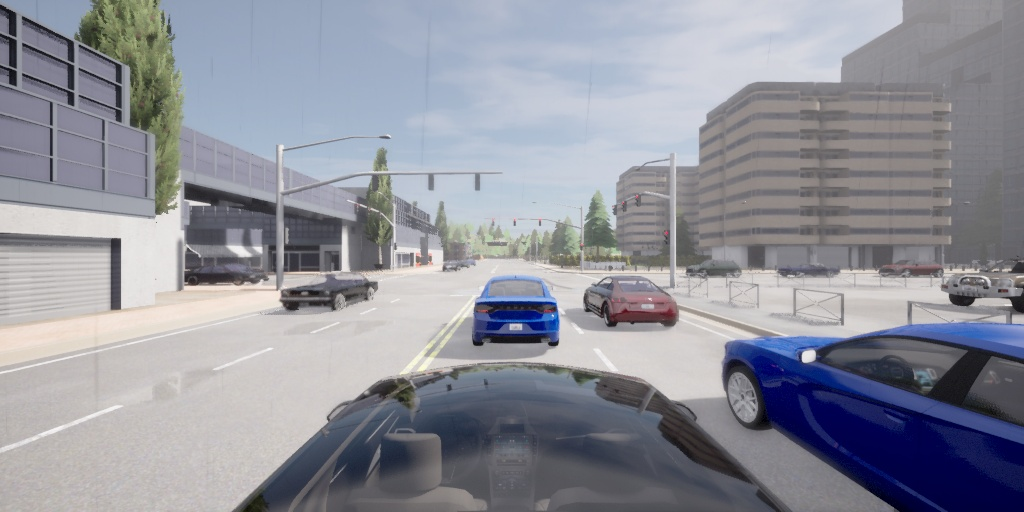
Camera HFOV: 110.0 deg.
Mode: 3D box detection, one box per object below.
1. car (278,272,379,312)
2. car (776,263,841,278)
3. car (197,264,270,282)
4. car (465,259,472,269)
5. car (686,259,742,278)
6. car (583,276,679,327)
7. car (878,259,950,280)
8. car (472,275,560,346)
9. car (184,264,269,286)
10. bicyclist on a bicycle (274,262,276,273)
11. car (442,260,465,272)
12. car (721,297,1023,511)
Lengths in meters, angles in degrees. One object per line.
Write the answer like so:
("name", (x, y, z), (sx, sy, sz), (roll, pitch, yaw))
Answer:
("car", (-7.085, 1.351, 14.414), (1.895, 1.301, 4.718), (0, 0, -1))
("car", (27.679, 1.351, 33.575), (4.718, 1.301, 1.895), (0, 0, -1))
("car", (-21.815, 1.314, 28.218), (4.181, 1.385, 1.994), (0, 0, -1))
("car", (-7.990, 1.314, 57.724), (1.994, 1.385, 4.181), (0, 0, -1))
("car", (18.692, 1.102, 33.391), (4.553, 1.767, 2.097), (0, 0, -1))
("car", (3.604, 1.314, 11.560), (1.994, 1.385, 4.181), (0, 0, 0))
("car", (37.476, 1.102, 33.760), (4.553, 1.767, 2.097), (0, 0, -1))
("car", (0.096, 1.228, 9.429), (1.882, 1.535, 5.008), (0, 0, 0))
("car", (-19.935, 1.297, 24.744), (5.357, 1.411, 2.033), (0, 0, -1))
("bicyclist on a bicycle", (-25.833, 1.053, 39.649), (0.582, 1.620, 1.656), (0, 0, -1))
("car", (-7.840, 1.242, 46.823), (2.128, 1.511, 4.902), (0, 0, 0))
("car", (3.603, 1.228, 2.576), (1.882, 1.535, 5.008), (0, 0, 0))
